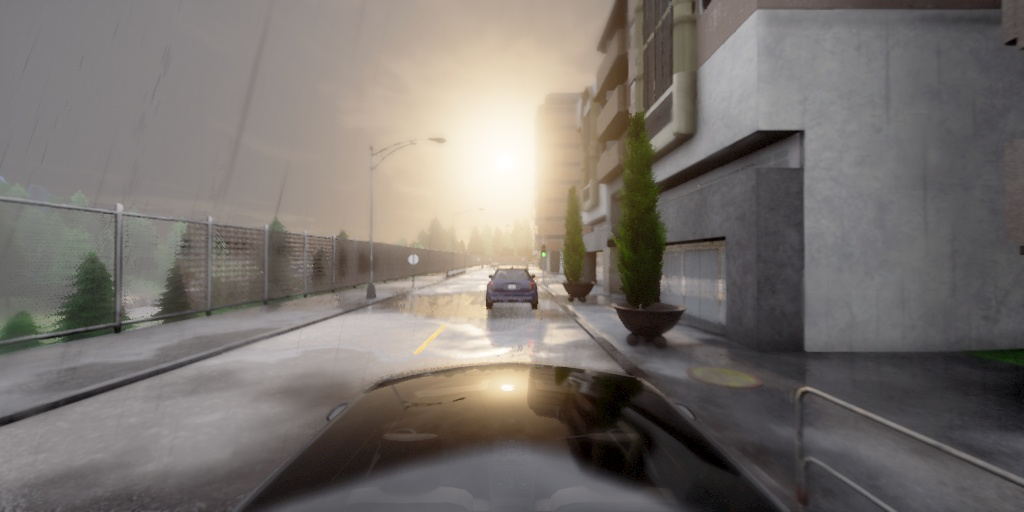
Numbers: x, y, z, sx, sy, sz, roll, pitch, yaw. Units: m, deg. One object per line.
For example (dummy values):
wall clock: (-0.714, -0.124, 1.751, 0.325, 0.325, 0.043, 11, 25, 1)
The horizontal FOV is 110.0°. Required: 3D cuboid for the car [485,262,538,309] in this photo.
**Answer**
car: (0.000, 1.234, 15.940, 2.097, 1.767, 4.553, 0, -1, 0)
